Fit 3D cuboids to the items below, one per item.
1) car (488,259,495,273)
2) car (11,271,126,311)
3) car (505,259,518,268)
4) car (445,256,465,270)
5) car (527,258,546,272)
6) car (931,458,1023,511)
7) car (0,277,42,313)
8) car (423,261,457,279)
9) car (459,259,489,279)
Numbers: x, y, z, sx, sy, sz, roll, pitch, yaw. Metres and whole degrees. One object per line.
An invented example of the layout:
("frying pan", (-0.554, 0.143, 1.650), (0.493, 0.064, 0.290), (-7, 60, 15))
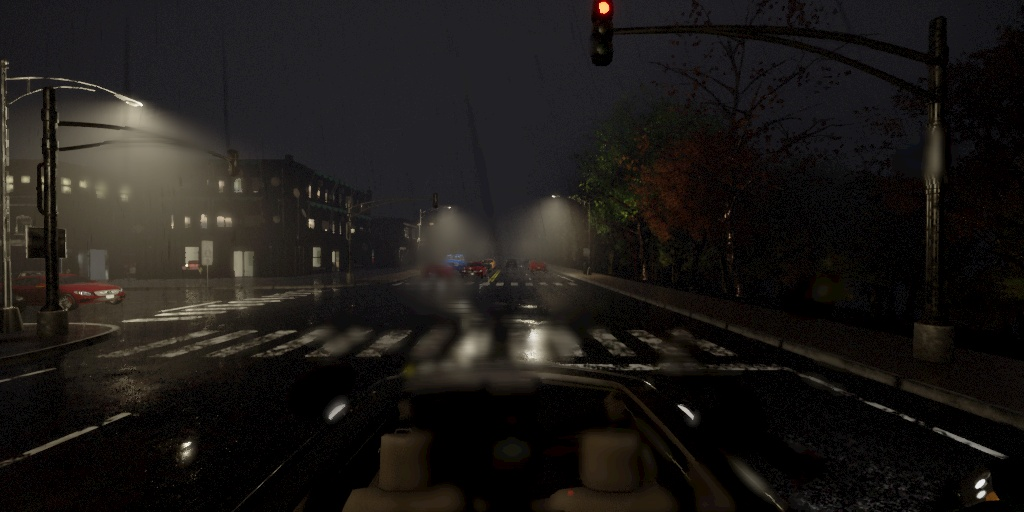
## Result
("car", (-3.425, 1.241, 43.174), (1.837, 1.490, 4.892), (0, 0, 0))
("car", (-19.361, 1.490, 15.241), (4.674, 1.442, 1.812), (-1, 1, 1))
("car", (-0.034, 1.233, 61.393), (1.837, 1.490, 4.892), (0, 0, 0))
("car", (-6.678, 0.958, 42.791), (2.150, 2.045, 5.566), (0, 0, 0))
("car", (3.249, 1.212, 46.060), (1.882, 1.535, 5.008), (0, 0, 0))
("car", (3.356, 1.314, 0.228), (1.994, 1.385, 4.181), (0, 0, 0))
("car", (-19.971, 1.565, 12.541), (4.313, 1.339, 1.948), (0, 0, 0))
("car", (-6.662, 1.341, 32.886), (1.895, 1.301, 4.718), (0, 0, 2))
("car", (-3.412, 1.266, 33.107), (1.812, 1.442, 4.674), (0, 0, 0))
